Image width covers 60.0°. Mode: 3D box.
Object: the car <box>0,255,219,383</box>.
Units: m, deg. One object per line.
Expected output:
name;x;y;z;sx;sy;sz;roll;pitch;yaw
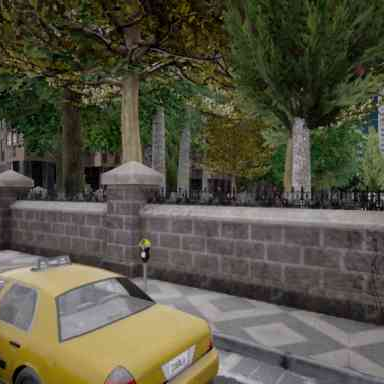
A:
car;-1.997;1.525;4.383;4.829;1.417;1.752;0;0;35
